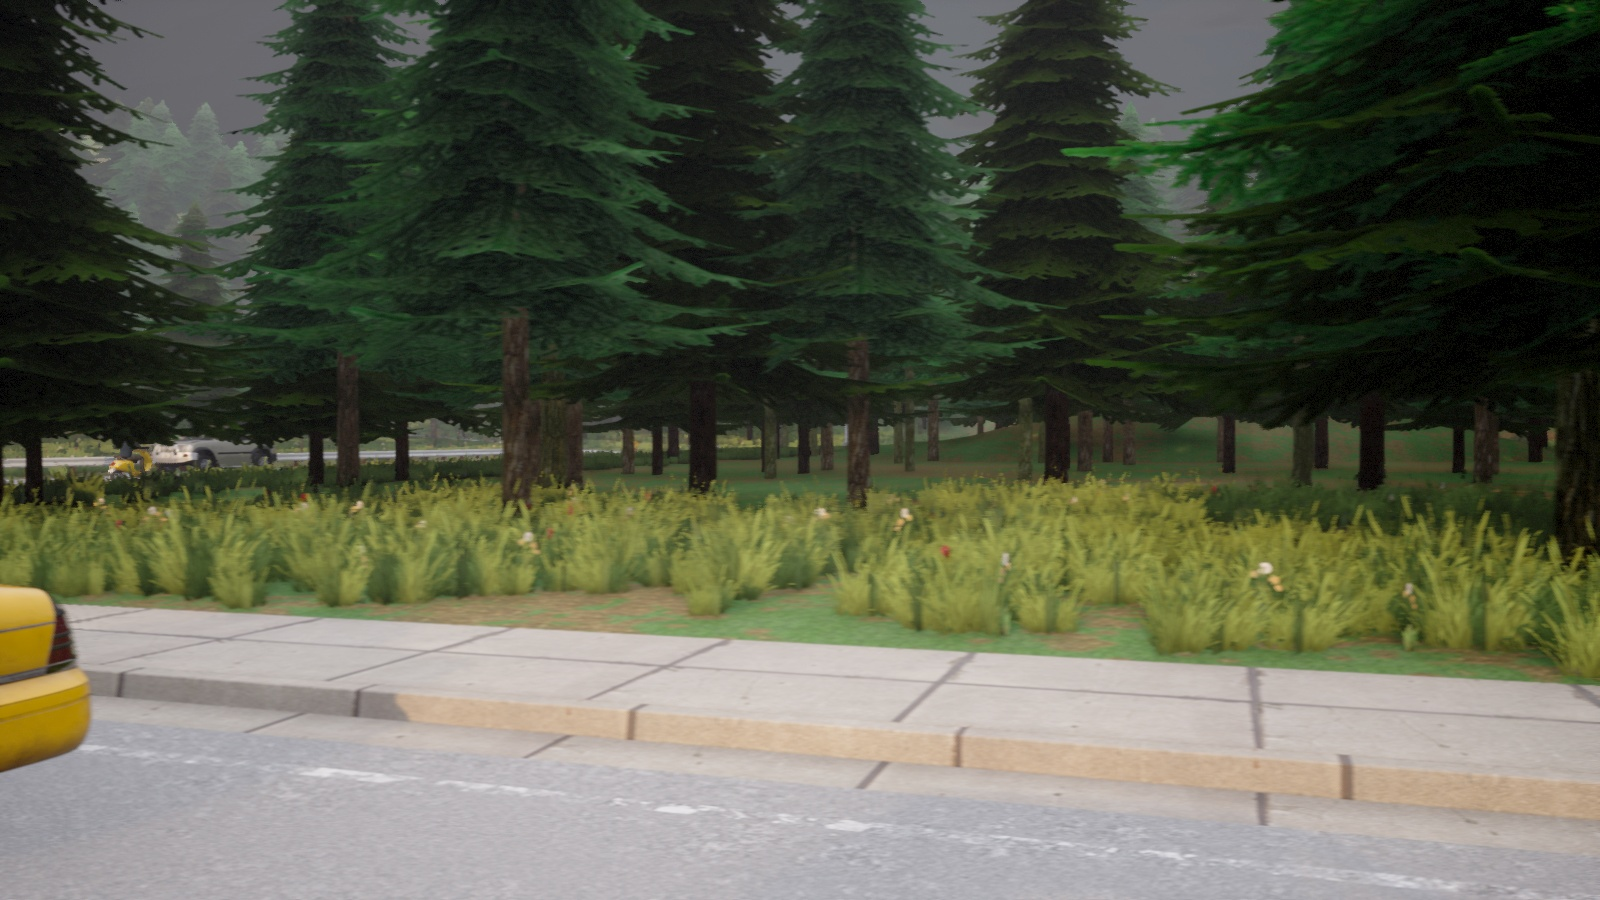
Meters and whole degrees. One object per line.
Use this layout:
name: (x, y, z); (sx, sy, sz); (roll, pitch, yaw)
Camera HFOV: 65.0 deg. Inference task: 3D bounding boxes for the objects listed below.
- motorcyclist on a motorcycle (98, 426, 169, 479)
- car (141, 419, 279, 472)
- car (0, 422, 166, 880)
motorcyclist on a motorcycle: (-20.330, 0.063, 38.320); (0.866, 1.590, 1.817); (1, 1, 18)
car: (-21.505, -0.201, 46.024); (1.932, 1.855, 4.605); (1, 1, 18)
car: (-5.350, 0.667, 4.992); (5.366, 1.575, 1.801); (1, 1, 19)
